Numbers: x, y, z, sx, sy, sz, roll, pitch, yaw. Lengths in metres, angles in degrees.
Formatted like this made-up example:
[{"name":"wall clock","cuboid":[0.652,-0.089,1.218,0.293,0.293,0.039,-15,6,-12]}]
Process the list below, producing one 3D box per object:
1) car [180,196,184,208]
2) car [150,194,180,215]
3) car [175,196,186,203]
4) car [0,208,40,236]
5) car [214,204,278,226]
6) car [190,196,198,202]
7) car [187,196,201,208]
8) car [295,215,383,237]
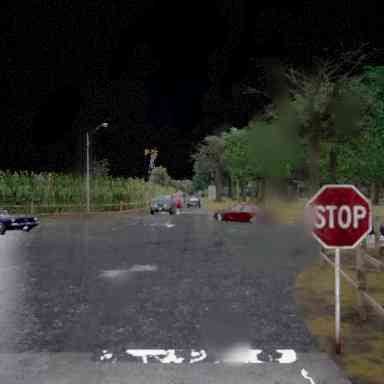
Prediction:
[{"name":"car","cuboid":[-2.634,1.251,46.559,2.150,2.045,5.566,0,0,1]},{"name":"car","cuboid":[-2.878,1.239,34.247,2.150,2.045,5.566,0,0,3]},{"name":"car","cuboid":[-2.396,1.596,69.335,2.033,1.411,5.357,0,0,0]},{"name":"car","cuboid":[-10.267,1.439,16.989,4.718,1.301,1.895,0,-1,16]},{"name":"car","cuboid":[3.932,1.619,24.951,5.008,1.535,1.882,2,2,41]},{"name":"car","cuboid":[0.429,1.618,80.379,1.994,1.385,4.181,0,0,0]},{"name":"car","cuboid":[0.312,1.554,49.544,1.812,1.442,4.674,0,0,1]},{"name":"car","cuboid":[8.392,1.653,17.792,5.357,1.411,2.033,1,-1,0]}]
